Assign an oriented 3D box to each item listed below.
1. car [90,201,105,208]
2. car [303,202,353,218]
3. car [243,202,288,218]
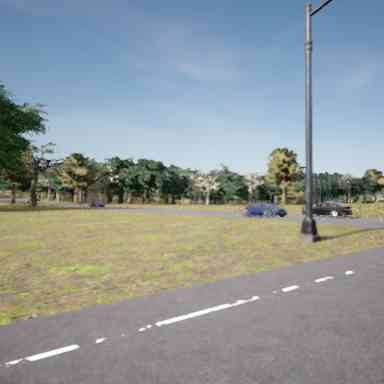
[{"bbox_3d":[-19.330,2.510,67.819,2.033,1.411,5.357,2,-2,-30],"label":"car"},{"bbox_3d":[13.307,1.763,32.923,1.837,1.490,4.892,2,-2,-36],"label":"car"},{"bbox_3d":[6.596,1.616,30.274,1.994,1.385,4.181,2,-2,-36],"label":"car"}]
